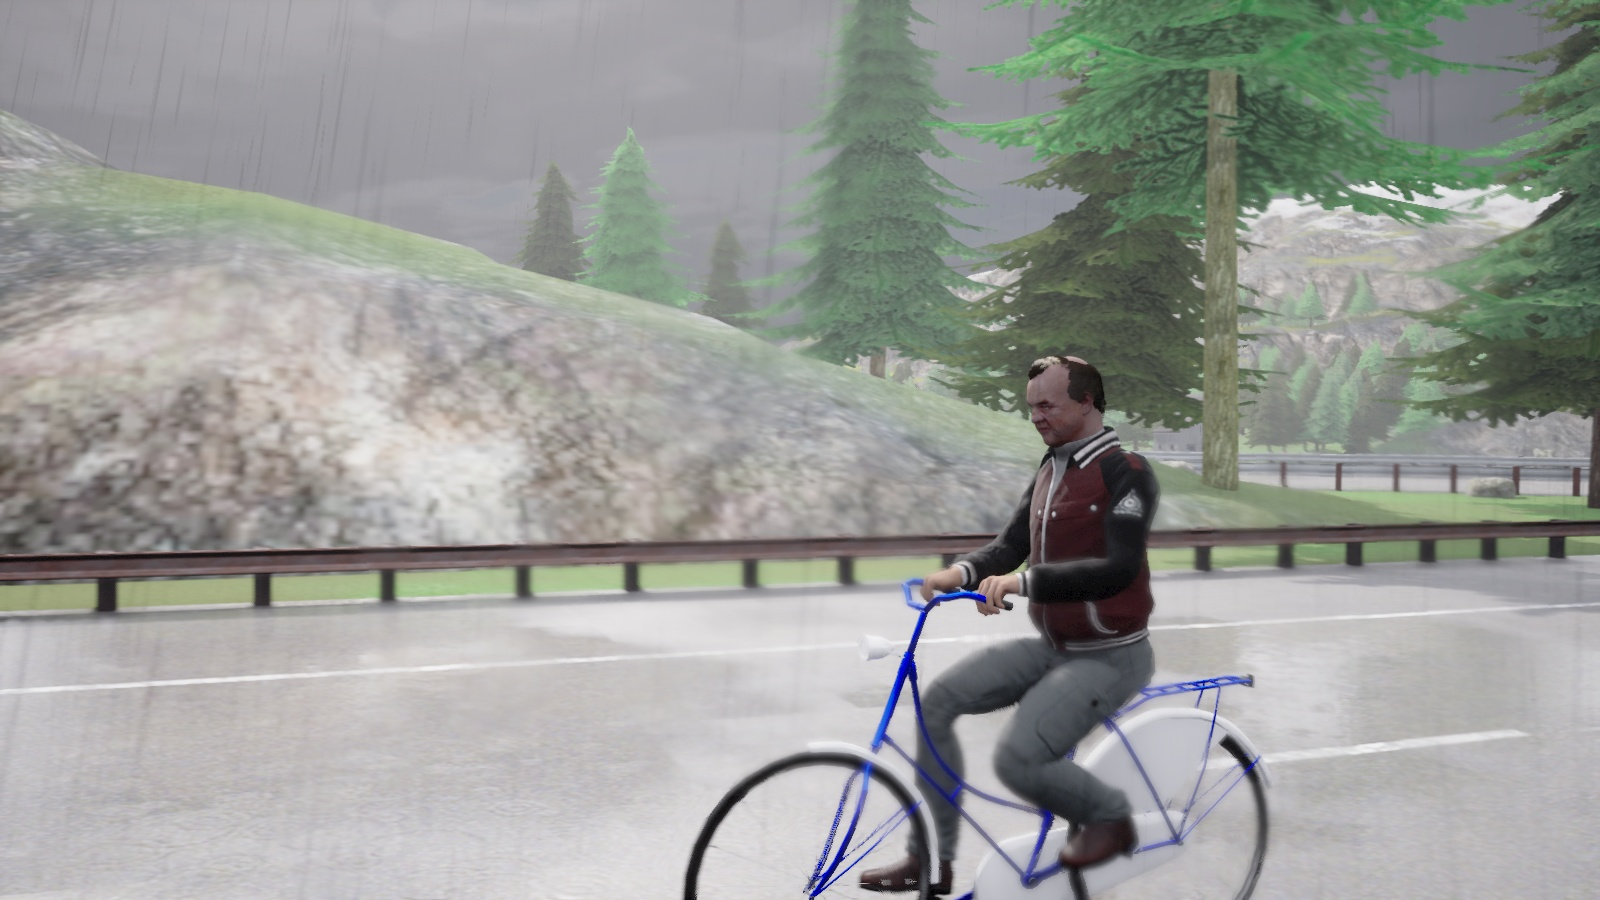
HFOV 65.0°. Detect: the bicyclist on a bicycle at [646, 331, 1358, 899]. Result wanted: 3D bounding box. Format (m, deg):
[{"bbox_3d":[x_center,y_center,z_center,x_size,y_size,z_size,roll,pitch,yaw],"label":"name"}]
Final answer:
[{"bbox_3d":[0.565,0.606,3.455,1.843,1.776,0.659,-1,1,-21],"label":"bicyclist on a bicycle"}]
